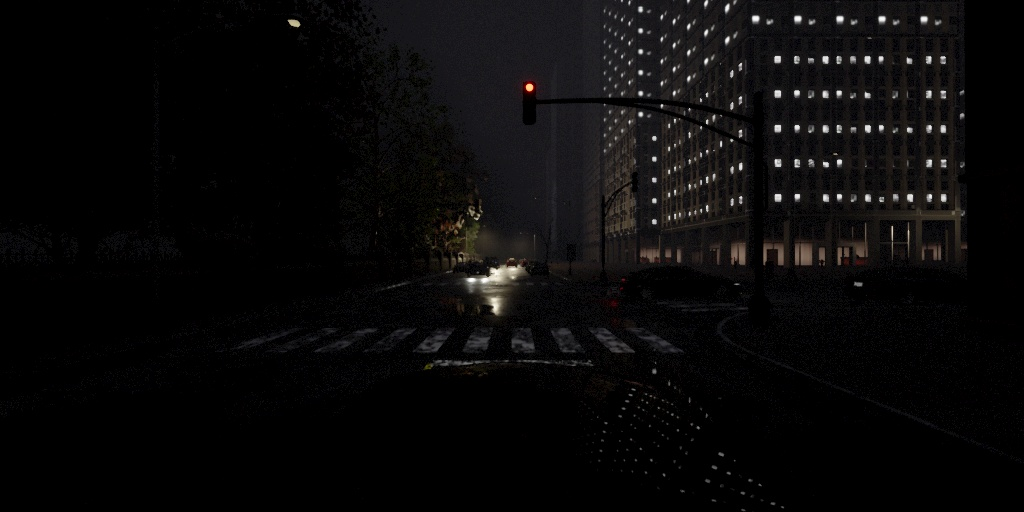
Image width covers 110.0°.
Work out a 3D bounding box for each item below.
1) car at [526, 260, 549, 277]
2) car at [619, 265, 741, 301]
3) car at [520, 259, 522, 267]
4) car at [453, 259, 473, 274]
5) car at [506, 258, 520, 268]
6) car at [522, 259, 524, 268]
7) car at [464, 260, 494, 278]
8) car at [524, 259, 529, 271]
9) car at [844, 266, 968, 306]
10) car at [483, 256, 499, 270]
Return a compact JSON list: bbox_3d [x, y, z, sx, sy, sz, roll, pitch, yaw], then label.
[{"bbox_3d":[2.677,1.329,35.631,1.948,1.339,4.313,0,0,0],"label":"car"},{"bbox_3d":[7.310,1.143,15.927,4.892,1.490,1.837,-2,2,11],"label":"car"},{"bbox_3d":[2.669,1.336,63.794,1.888,1.381,4.507,0,0,0],"label":"car"},{"bbox_3d":[-5.705,1.349,41.261,1.802,1.307,4.207,0,0,0],"label":"car"},{"bbox_3d":[-0.021,1.266,62.083,1.882,1.535,5.008,0,0,0],"label":"car"},{"bbox_3d":[2.674,1.338,46.896,1.948,1.339,4.313,0,0,0],"label":"car"},{"bbox_3d":[-3.110,1.326,34.529,1.994,1.385,4.181,0,0,0],"label":"car"},{"bbox_3d":[2.676,1.333,41.264,1.948,1.339,4.313,0,0,0],"label":"car"},{"bbox_3d":[14.681,1.026,13.052,4.313,1.339,1.948,0,0,0],"label":"car"},{"bbox_3d":[-3.134,0.994,53.321,2.150,2.045,5.566,0,1,0],"label":"car"}]
